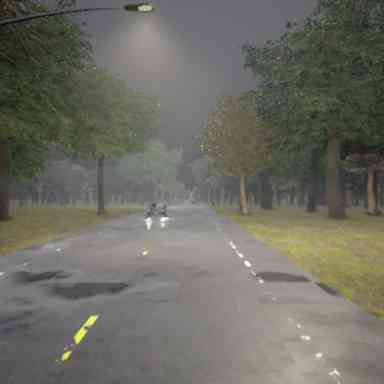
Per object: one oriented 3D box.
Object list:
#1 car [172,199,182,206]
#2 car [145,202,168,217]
[{"bbox_3d":[-3.511,2.357,76.513,2.097,1.767,4.553,0,-2,0],"label":"car"},{"bbox_3d":[-3.597,1.830,34.972,1.812,1.442,4.674,0,-1,0],"label":"car"}]
